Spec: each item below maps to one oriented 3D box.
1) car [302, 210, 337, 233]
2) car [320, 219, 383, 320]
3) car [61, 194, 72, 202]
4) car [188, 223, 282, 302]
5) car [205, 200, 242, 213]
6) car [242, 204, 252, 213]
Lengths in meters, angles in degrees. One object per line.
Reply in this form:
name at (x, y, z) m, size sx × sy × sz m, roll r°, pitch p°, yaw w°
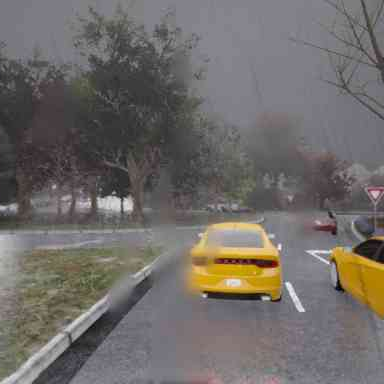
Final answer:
car at (7.986, 1.781, 20.757) m, size 1.994 × 1.385 × 4.181 m, roll -1°, pitch -1°, yaw 23°
car at (4.016, 1.492, 5.983) m, size 1.882 × 1.535 × 5.008 m, roll 0°, pitch -1°, yaw 7°
car at (-32.853, 1.883, 85.267) m, size 1.946 × 1.575 × 5.366 m, roll 0°, pitch 2°, yaw -12°
car at (1.116, 1.517, 8.497) m, size 1.882 × 1.535 × 5.008 m, roll 0°, pitch -1°, yaw 8°
car at (4.351, 2.160, 50.140) m, size 2.150 × 2.045 × 5.566 m, roll 2°, pitch -2°, yaw -39°
car at (7.047, 2.581, 51.859) m, size 1.895 × 1.301 × 4.718 m, roll 1°, pitch -2°, yaw -39°
